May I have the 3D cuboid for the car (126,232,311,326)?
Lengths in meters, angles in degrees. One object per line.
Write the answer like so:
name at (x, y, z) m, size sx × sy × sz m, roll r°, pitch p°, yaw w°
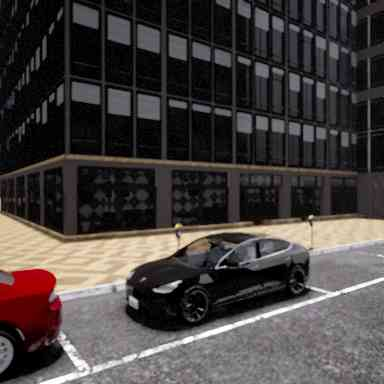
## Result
car at (0.750, 1.574, 7.103) m, size 4.313 × 1.339 × 1.947 m, roll 0°, pitch 0°, yaw -36°

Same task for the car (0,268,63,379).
car at (-3.885, 1.542, 3.790) m, size 4.507 × 1.381 × 1.887 m, roll 0°, pitch 0°, yaw -36°
